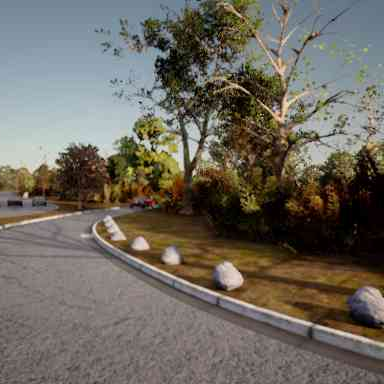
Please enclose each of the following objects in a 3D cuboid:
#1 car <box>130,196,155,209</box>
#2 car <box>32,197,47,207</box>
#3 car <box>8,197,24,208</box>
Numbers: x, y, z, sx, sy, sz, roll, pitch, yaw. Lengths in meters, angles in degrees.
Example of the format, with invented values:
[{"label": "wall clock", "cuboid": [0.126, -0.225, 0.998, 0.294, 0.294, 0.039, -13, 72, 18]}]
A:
[{"label": "car", "cuboid": [-6.939, 1.391, 47.153, 2.097, 1.767, 4.553, 1, 1, 16]}, {"label": "car", "cuboid": [-23.097, 1.508, 50.406, 1.837, 1.490, 4.892, 0, 0, -27]}, {"label": "car", "cuboid": [-26.335, 1.457, 49.661, 1.882, 1.535, 5.008, 0, 0, -28]}]
